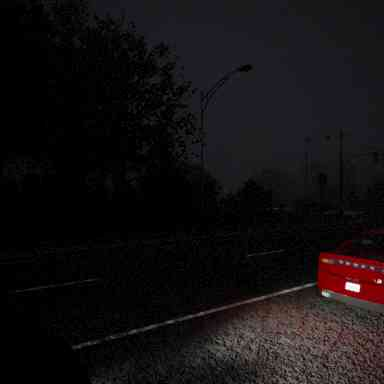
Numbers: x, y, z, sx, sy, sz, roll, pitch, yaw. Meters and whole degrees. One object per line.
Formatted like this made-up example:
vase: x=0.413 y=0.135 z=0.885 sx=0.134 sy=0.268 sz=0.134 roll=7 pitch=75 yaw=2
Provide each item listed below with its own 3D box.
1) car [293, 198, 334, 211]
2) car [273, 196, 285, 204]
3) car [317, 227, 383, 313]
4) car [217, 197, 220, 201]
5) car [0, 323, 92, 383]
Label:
car: x=14.463 y=1.478 z=39.831 sx=1.882 sy=1.535 sz=5.008 roll=0 pitch=0 yaw=-33
car: x=13.323 y=1.468 z=55.184 sx=2.128 sy=1.511 sz=4.902 roll=0 pitch=0 yaw=-32
car: x=4.771 y=1.478 z=7.128 sx=5.008 sy=1.535 sz=1.882 roll=0 pitch=0 yaw=-35
car: x=3.913 y=1.454 z=56.641 sx=1.812 sy=1.442 sz=4.674 roll=0 pitch=1 yaw=-32
car: x=-2.980 y=1.492 z=1.628 sx=4.902 sy=1.511 sz=2.128 roll=0 pitch=0 yaw=-35
